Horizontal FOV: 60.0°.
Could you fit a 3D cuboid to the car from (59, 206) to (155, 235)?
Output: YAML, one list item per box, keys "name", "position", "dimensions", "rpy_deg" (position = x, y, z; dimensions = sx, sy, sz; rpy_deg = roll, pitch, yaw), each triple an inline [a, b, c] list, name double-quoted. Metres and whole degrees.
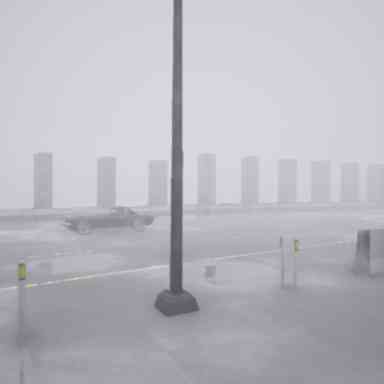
- name: "car"
  position: [-4.487, 1.438, 17.776]
  dimensions: [4.718, 1.301, 1.895]
  rpy_deg: [0, 0, -33]
